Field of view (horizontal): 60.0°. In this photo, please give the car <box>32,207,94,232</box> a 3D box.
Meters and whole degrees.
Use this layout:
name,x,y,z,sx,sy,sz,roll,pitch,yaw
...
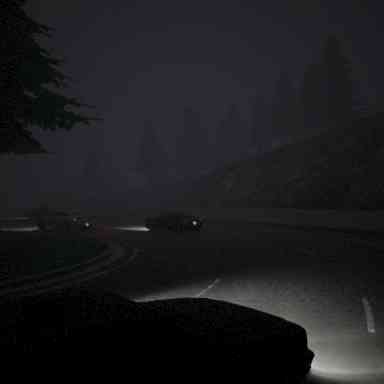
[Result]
name,x,y,z,sx,sy,sz,roll,pitch,yaw
car,-9.038,2.002,23.762,4.674,1.442,1.812,-1,-1,32

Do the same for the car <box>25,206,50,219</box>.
name,x,y,z,sx,sy,sz,roll,pitch,yaw
car,-16.479,2.303,37.003,5.357,1.411,2.033,-1,-1,37

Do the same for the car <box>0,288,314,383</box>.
name,x,y,z,sx,sy,sz,roll,pitch,yaw
car,-1.033,1.607,2.701,5.357,1.411,2.033,1,-1,-44

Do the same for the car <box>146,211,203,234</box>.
name,x,y,z,sx,sy,sz,roll,pitch,yaw
car,-1.254,1.965,22.419,1.994,1.385,4.181,1,-2,-44
